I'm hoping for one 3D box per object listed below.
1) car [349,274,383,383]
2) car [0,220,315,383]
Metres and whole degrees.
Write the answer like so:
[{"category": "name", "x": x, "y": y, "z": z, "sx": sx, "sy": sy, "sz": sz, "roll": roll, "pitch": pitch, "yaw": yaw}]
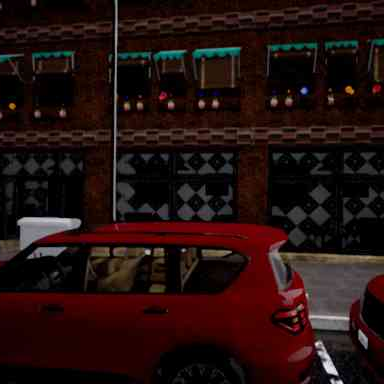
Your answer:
[{"category": "car", "x": 4.384, "y": 1.317, "z": 3.299, "sx": 5.009, "sy": 1.841, "sz": 2.192, "roll": 0, "pitch": 1, "yaw": 9}, {"category": "car", "x": -1.097, "y": 1.315, "z": 4.168, "sx": 5.009, "sy": 1.841, "sz": 2.192, "roll": 0, "pitch": 1, "yaw": 9}]
